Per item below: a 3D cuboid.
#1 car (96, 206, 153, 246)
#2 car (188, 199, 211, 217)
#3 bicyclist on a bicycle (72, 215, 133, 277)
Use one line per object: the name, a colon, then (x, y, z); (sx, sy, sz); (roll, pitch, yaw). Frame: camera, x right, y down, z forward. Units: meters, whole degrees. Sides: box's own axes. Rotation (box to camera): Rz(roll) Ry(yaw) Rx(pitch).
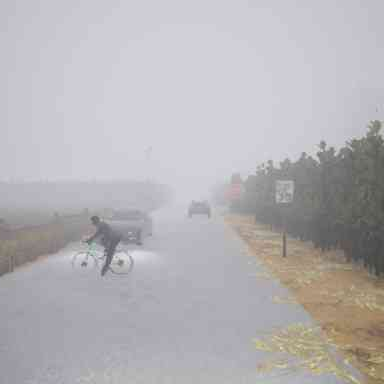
car: (-2.917, 1.469, 15.211); (1.837, 1.490, 4.892); (0, 1, 1)
car: (0.654, 1.363, 29.654); (2.128, 1.511, 4.902); (0, 0, 1)
bicyclist on a bicycle: (-2.400, 1.444, 8.865); (1.656, 1.620, 0.582); (-2, 0, 1)
